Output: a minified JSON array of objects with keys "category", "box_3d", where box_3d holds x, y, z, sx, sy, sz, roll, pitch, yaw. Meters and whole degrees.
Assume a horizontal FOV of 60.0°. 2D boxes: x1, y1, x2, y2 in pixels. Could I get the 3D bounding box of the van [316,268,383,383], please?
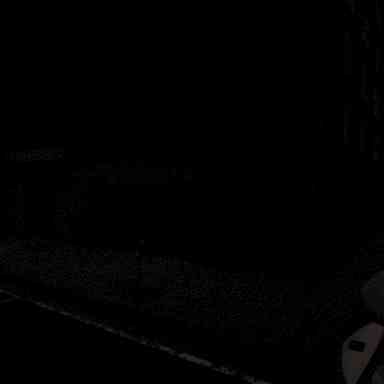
[{"category":"van","box_3d":[2.479,1.342,1.181,3.998,1.788,1.690,0,1,35]}]
